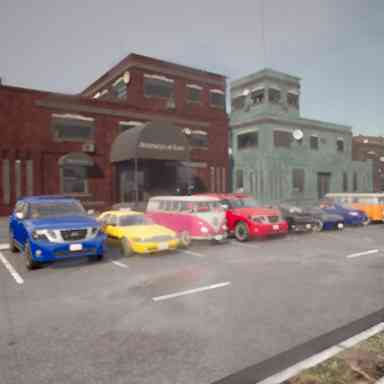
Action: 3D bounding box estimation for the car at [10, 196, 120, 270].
[{"bbox_3d":[-4.836,1.189,11.513,2.435,2.045,5.566,-1,0,-35],"label":"car"}]

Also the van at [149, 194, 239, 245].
[{"bbox_3d":[-0.257,1.179,14.664,1.878,1.987,4.442,0,0,-35],"label":"van"}]

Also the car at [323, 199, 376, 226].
[{"bbox_3d":[8.632,1.387,21.131,2.002,1.452,4.674,0,0,-35],"label":"car"}]

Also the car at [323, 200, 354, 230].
[{"bbox_3d":[6.486,1.388,19.569,2.163,1.488,4.792,0,0,-35],"label":"car"}]

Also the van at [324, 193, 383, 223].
[{"bbox_3d":[10.928,1.109,22.912,1.878,1.987,4.442,0,0,-35],"label":"van"}]

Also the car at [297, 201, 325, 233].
[{"bbox_3d":[4.209,1.374,17.977,2.231,1.521,4.892,0,0,-35],"label":"car"}]

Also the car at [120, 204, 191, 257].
[{"bbox_3d":[-2.480,1.419,12.997,1.946,1.575,5.366,0,0,-35],"label":"car"}]

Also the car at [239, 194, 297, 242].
[{"bbox_3d":[1.955,1.136,16.346,2.435,2.045,5.566,0,0,-35],"label":"car"}]
